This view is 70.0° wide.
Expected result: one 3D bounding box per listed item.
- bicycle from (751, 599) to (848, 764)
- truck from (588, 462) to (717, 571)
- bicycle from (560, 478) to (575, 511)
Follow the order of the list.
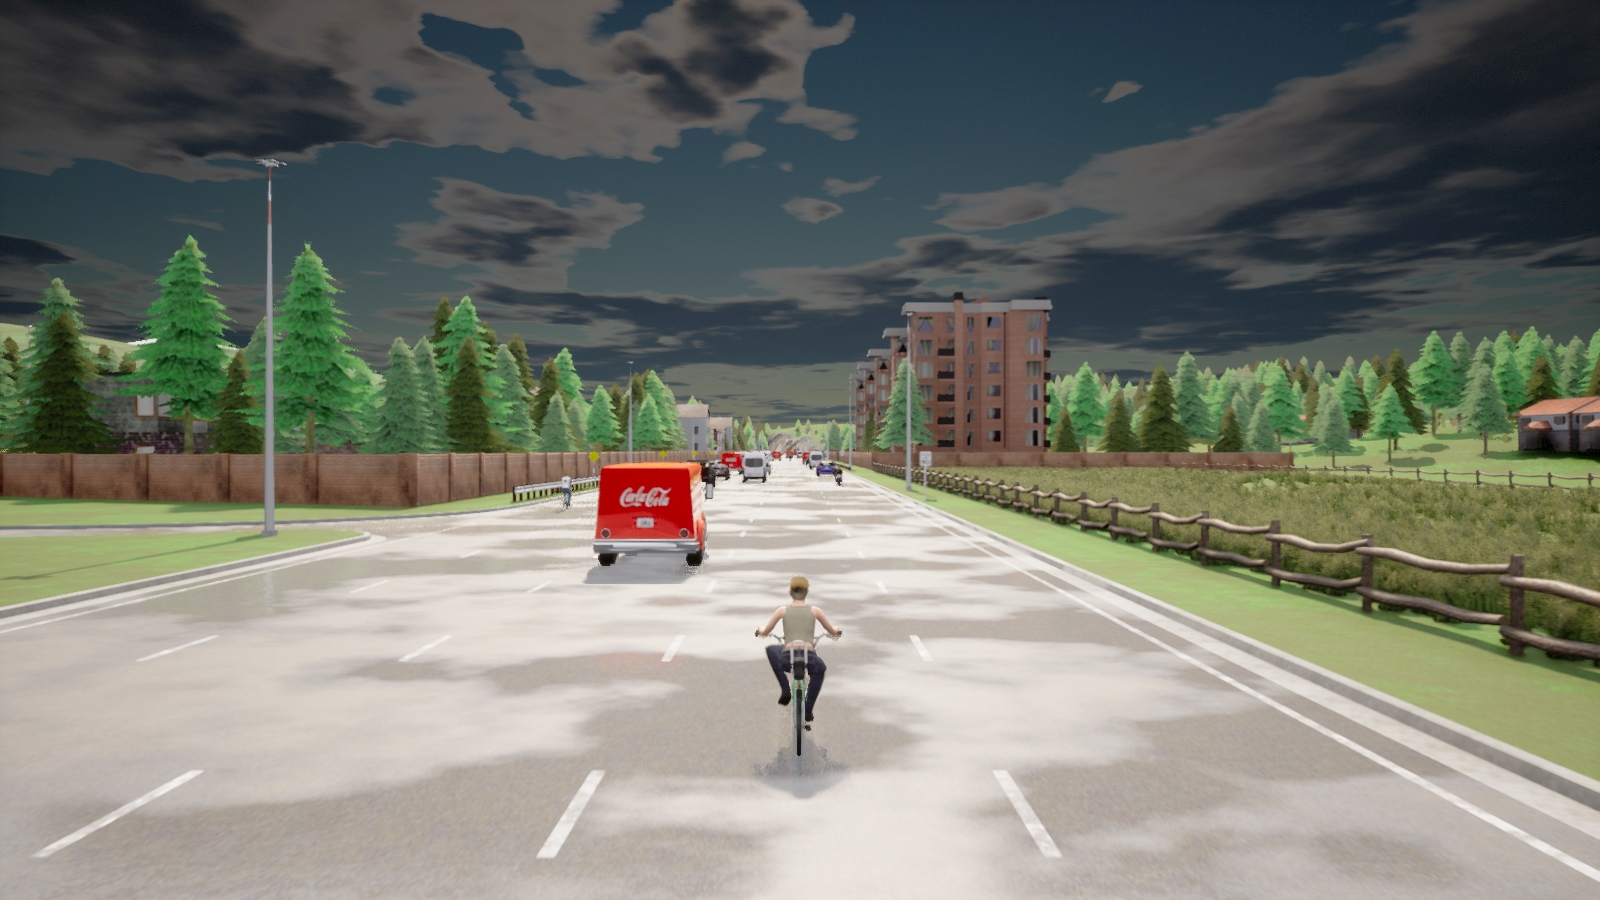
[{"bbox_3d":[-0.011,2.157,10.933,0.859,1.276,1.487,0,0,-1],"label":"bicycle"},{"bbox_3d":[-3.605,1.569,29.041,2.627,2.467,5.204,0,0,0],"label":"truck"},{"bbox_3d":[-10.800,2.054,53.008,0.373,1.496,1.643,0,0,0],"label":"bicycle"}]
